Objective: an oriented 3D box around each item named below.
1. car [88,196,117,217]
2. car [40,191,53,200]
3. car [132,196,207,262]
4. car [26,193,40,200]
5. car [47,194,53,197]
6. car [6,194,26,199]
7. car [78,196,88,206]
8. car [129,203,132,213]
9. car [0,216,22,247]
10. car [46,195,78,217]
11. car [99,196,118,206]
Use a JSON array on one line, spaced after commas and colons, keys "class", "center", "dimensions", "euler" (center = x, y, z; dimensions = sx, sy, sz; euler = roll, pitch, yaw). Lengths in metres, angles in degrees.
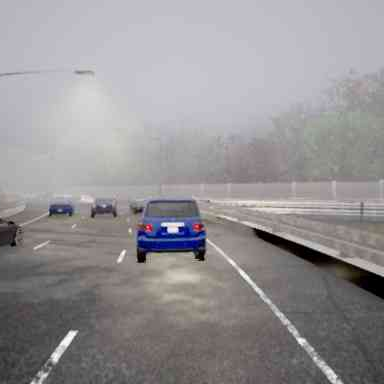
[{"class": "car", "center": [-8.079, 1.218, 30.394], "dimensions": [2.097, 1.767, 4.553], "euler": [-1, 1, -16]}, {"class": "car", "center": [-36.631, 0.820, 82.904], "dimensions": [5.566, 2.045, 2.150], "euler": [0, 0, 40]}, {"class": "car", "center": [-0.839, 1.159, 12.147], "dimensions": [2.150, 2.045, 5.566], "euler": [0, 0, -6]}, {"class": "car", "center": [-39.386, 1.131, 80.604], "dimensions": [4.674, 1.442, 1.812], "euler": [0, 0, 40]}, {"class": "car", "center": [-20.394, 1.384, 50.849], "dimensions": [1.994, 1.385, 4.181], "euler": [0, 0, -30]}, {"class": "car", "center": [-41.740, 1.173, 78.014], "dimensions": [5.357, 1.411, 2.033], "euler": [0, 0, 40]}, {"class": "car", "center": [-15.912, 1.329, 49.973], "dimensions": [1.812, 1.442, 4.674], "euler": [0, 0, -27]}, {"class": "car", "center": [-4.987, 1.447, 32.494], "dimensions": [1.895, 1.301, 4.718], "euler": [0, 0, -17]}, {"class": "car", "center": [-7.803, 1.475, 11.954], "dimensions": [1.837, 1.490, 4.892], "euler": [0, 0, -7]}, {"class": "car", "center": [-11.762, 1.369, 30.245], "dimensions": [1.882, 1.535, 5.008], "euler": [0, 0, -17]}, {"class": "car", "center": [-13.040, 1.304, 52.010], "dimensions": [1.812, 1.442, 4.674], "euler": [0, 0, -28]}]
